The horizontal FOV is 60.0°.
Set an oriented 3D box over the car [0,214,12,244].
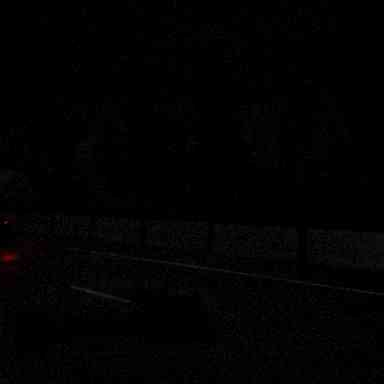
[{"bbox_3d":[-10.657,1.576,15.920,4.553,1.767,2.097,-1,-1,36],"label":"car"}]
